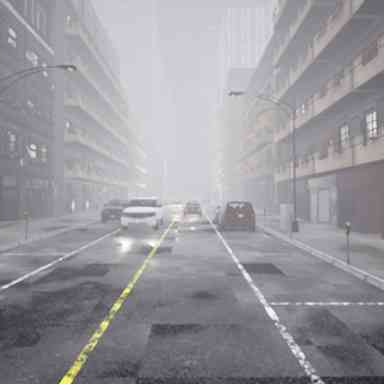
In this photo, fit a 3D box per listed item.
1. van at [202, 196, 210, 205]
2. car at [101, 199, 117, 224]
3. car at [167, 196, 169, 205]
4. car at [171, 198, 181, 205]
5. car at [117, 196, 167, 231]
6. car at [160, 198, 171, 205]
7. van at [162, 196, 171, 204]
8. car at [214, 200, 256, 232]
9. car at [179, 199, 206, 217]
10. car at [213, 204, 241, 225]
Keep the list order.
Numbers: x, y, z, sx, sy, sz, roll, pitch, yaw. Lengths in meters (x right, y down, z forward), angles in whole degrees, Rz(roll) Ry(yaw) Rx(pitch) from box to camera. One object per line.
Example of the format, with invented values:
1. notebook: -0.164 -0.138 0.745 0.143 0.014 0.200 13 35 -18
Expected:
1. van: 2.679 1.673 65.149 1.690 1.788 3.998 1 0 0
2. car: -5.683 1.453 26.311 2.192 1.841 5.009 1 0 0
3. car: -5.669 1.855 59.551 2.008 1.369 4.403 1 0 0
4. car: -3.030 1.910 65.510 1.994 1.385 4.181 0 0 0
5. car: -3.110 1.335 21.854 2.150 2.045 5.566 0 0 0
6. car: -5.675 1.926 70.631 1.947 1.339 4.313 1 0 0
7. van: -5.843 1.728 76.173 1.690 1.788 3.998 1 0 0
8. car: 2.700 1.424 20.827 2.192 1.841 5.009 1 0 0
9. car: 0.065 1.721 33.376 2.033 1.411 5.357 0 0 0
10. car: 2.693 1.720 26.366 1.802 1.307 4.206 1 0 0
